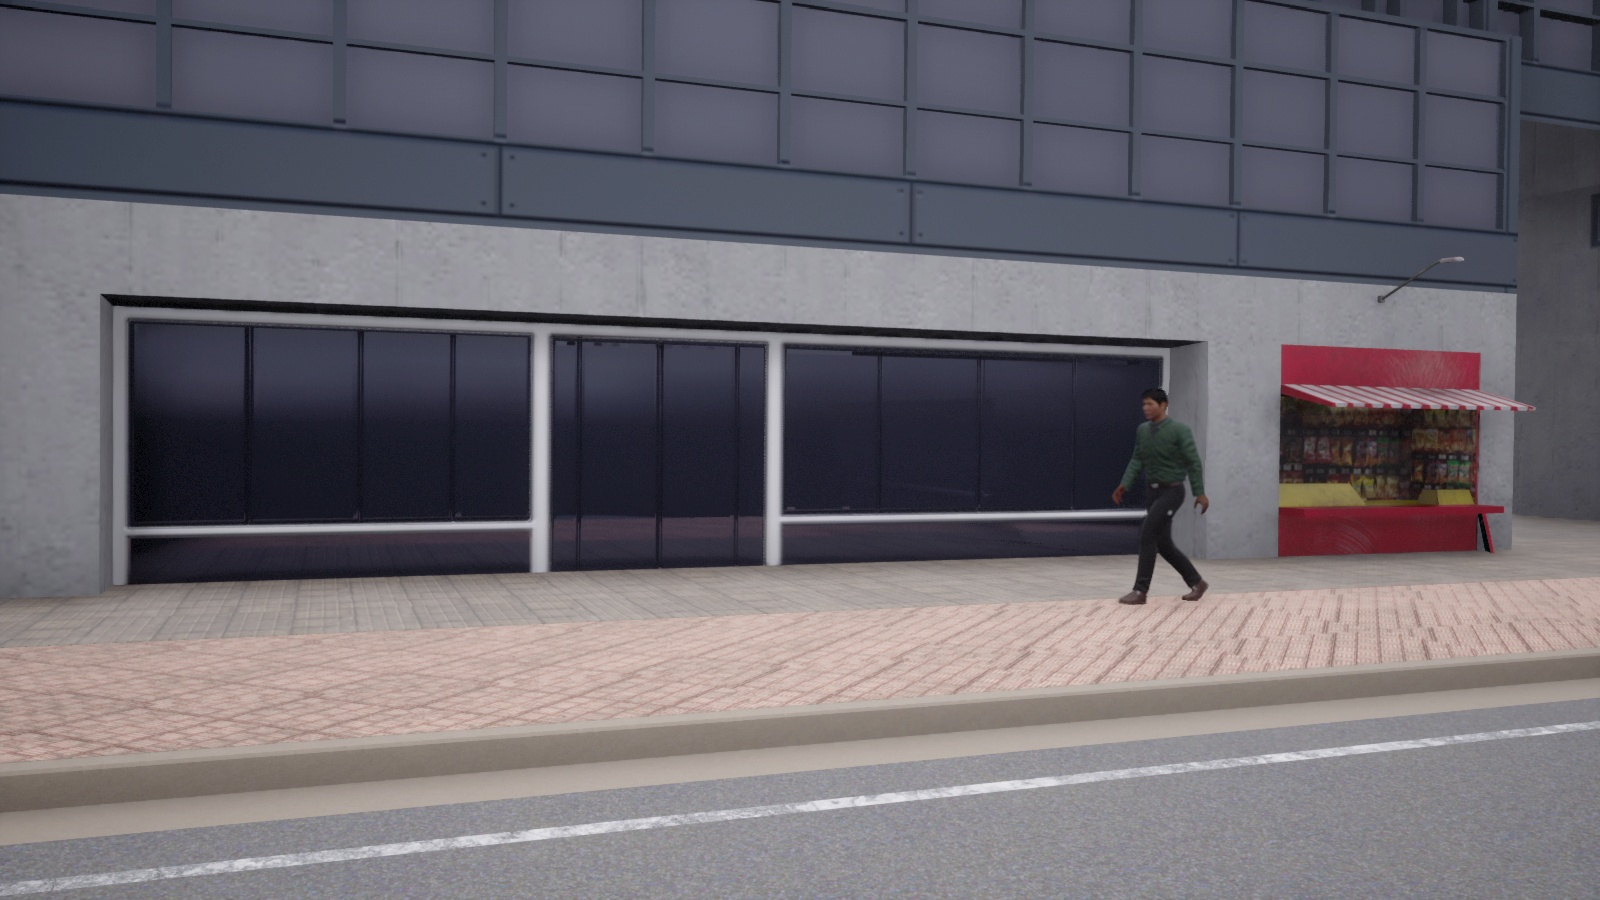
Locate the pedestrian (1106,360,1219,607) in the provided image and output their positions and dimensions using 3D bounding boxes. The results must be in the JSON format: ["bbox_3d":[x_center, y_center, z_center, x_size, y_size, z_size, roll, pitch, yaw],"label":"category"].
[{"bbox_3d":[2.955,0.258,10.239,0.788,1.949,0.423,-1,1,-23],"label":"pedestrian"}]
